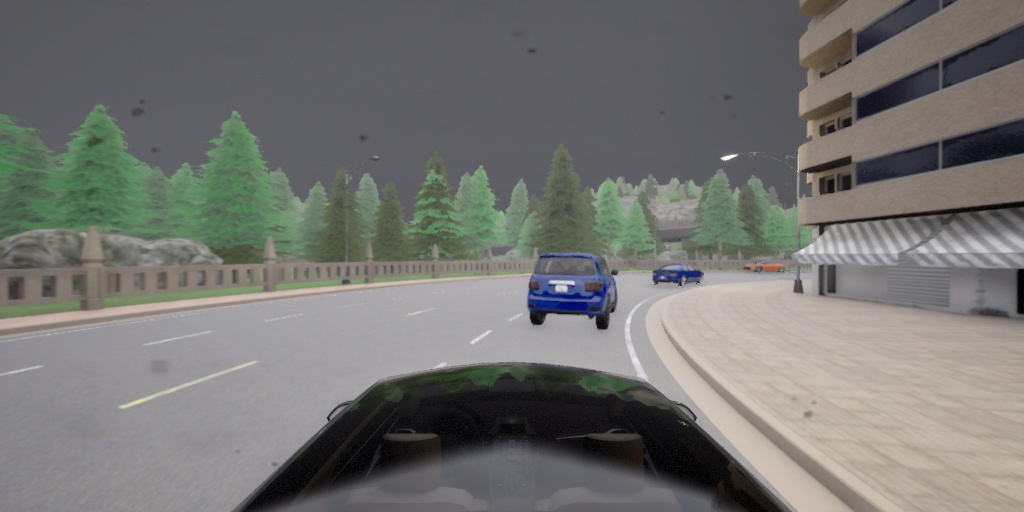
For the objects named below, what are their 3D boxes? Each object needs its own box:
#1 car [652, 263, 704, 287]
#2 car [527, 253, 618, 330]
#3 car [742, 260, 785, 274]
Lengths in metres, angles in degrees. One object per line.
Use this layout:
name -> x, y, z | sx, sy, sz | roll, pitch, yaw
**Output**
car -> 11.829, 1.280, 25.403 | 5.008, 1.535, 1.882 | 0, 0, -42
car -> 2.126, 0.974, 11.566 | 2.150, 2.045, 5.566 | 0, -1, 19
car -> 30.777, 1.233, 43.954 | 4.553, 1.767, 2.097 | 0, 0, -6
